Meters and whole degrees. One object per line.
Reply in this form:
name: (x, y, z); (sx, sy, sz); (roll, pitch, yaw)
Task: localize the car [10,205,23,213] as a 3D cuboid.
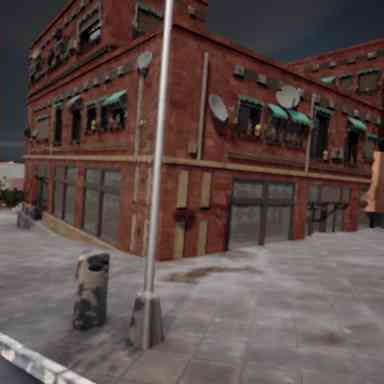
car: (-31.817, 3.189, 61.474); (2.128, 1.511, 4.902); (4, -3, -5)
